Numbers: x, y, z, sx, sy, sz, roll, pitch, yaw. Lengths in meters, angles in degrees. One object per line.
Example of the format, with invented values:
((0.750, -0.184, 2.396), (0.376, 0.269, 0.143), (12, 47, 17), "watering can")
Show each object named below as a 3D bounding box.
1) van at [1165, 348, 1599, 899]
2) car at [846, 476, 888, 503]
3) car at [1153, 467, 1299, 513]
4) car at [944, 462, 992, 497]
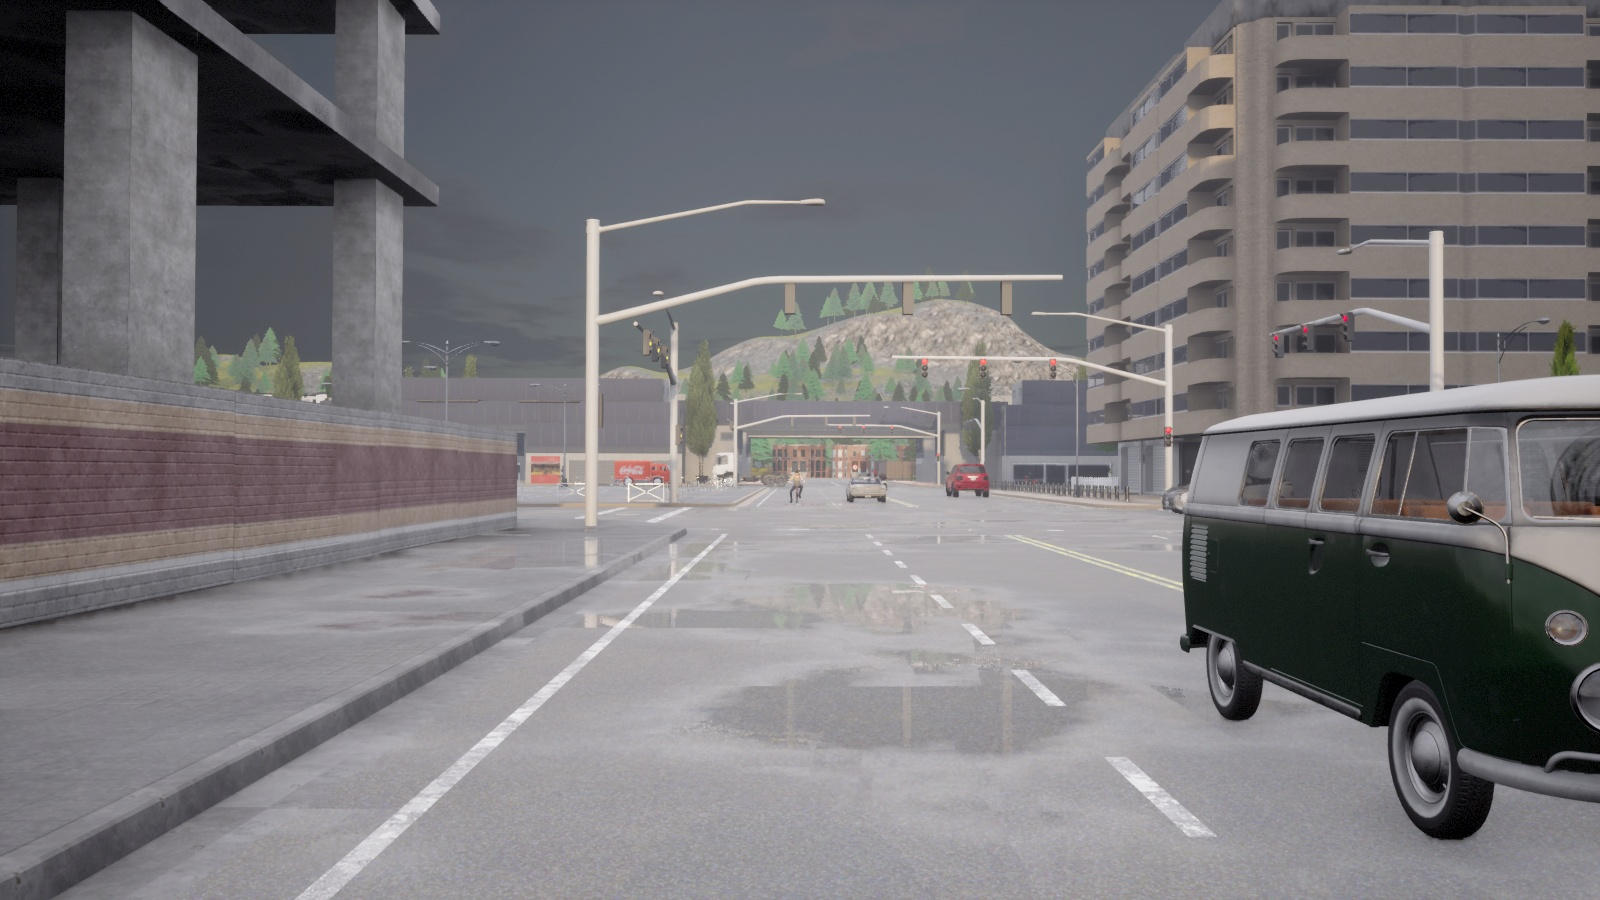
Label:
((3.485, 0.665, 6.680), (1.775, 1.987, 4.442), (0, -1, 0), "van")
((3.361, 1.973, 63.964), (1.895, 1.301, 4.718), (0, -1, 0), "car")
((15.243, 1.416, 45.017), (4.514, 1.525, 2.007), (-1, -1, -7), "car")
((10.330, 1.793, 77.644), (2.150, 2.045, 5.566), (0, -1, 0), "car")
